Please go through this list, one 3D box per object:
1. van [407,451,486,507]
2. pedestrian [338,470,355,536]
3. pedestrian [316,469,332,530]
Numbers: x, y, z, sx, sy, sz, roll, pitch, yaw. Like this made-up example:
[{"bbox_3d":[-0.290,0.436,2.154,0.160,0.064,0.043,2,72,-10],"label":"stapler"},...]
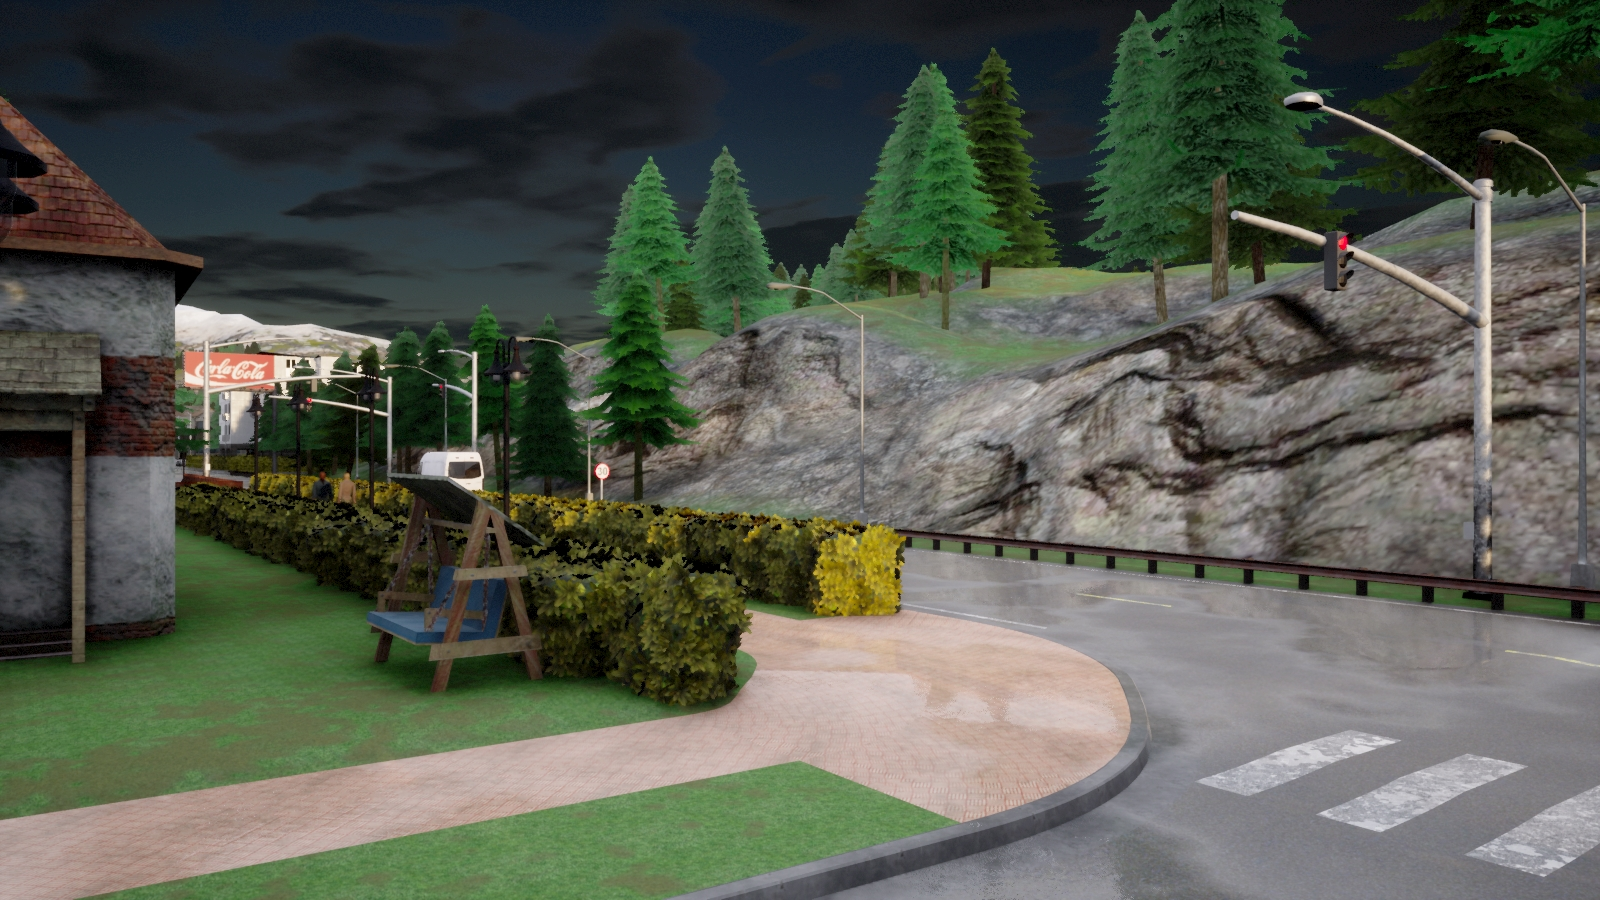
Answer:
[{"bbox_3d":[-17.321,1.338,55.782,1.988,2.561,5.915,0,0,-35],"label":"van"},{"bbox_3d":[-12.995,1.500,32.709,0.375,1.860,0.375,0,0,-35],"label":"pedestrian"},{"bbox_3d":[-14.567,1.501,34.940,0.375,1.860,0.375,0,0,-36],"label":"pedestrian"}]
